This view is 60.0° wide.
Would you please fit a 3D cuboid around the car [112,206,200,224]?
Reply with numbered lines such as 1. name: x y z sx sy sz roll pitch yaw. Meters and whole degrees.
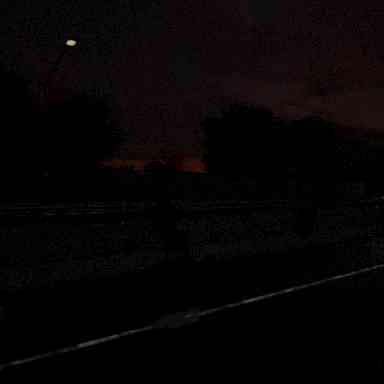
1. car: -2.000 1.554 19.635 5.357 1.411 2.033 0 0 -35

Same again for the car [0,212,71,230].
1. car: -6.852 1.508 11.965 4.892 1.490 1.837 1 0 -35
